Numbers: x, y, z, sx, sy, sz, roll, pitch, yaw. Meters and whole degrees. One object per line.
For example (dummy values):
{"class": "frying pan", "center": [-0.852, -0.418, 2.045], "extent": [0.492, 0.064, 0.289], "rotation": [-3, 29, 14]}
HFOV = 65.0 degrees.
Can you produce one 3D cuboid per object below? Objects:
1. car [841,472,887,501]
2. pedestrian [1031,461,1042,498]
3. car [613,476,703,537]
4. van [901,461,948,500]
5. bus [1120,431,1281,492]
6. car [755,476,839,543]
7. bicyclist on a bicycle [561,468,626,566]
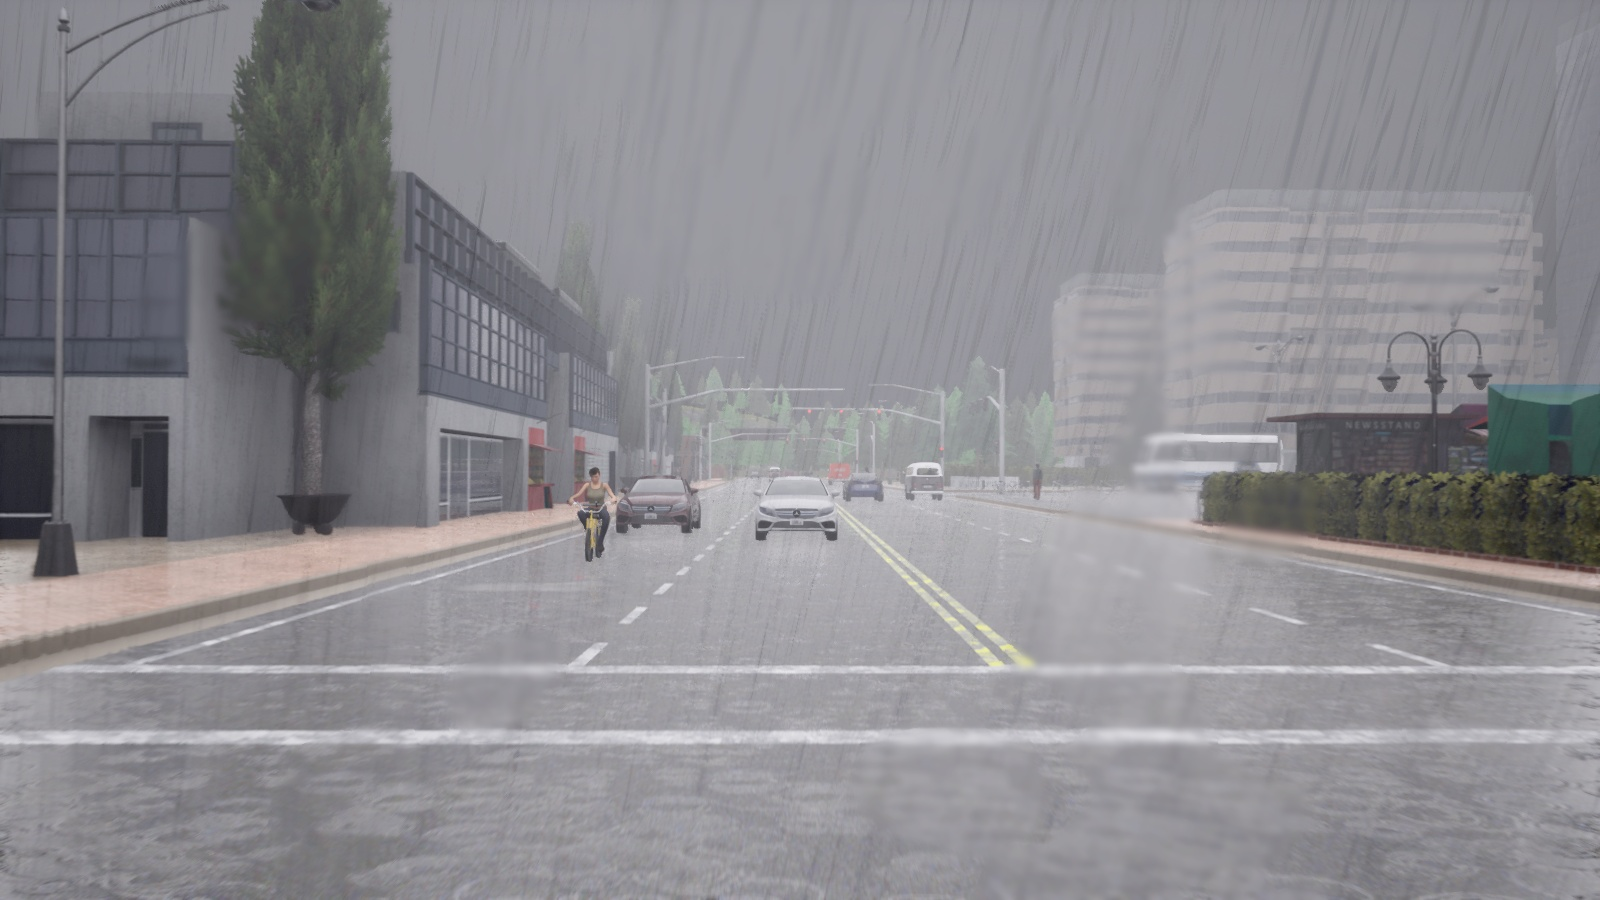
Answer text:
{"class": "car", "center": [3.325, 1.912, 66.345], "extent": [2.163, 1.488, 4.792], "rotation": [0, -1, 0]}
{"class": "pedestrian", "center": [11.776, 1.472, 62.483], "extent": [0.353, 1.847, 0.614], "rotation": [0, -1, -6]}
{"class": "car", "center": [-3.576, 1.398, 32.428], "extent": [1.812, 1.442, 4.674], "rotation": [0, -1, 0]}
{"class": "van", "center": [6.790, 1.667, 69.024], "extent": [2.069, 2.038, 4.480], "rotation": [0, -1, -1]}
{"class": "bus", "center": [28.669, 0.834, 90.240], "extent": [10.273, 4.253, 3.944], "rotation": [0, -1, -2]}
{"class": "car", "center": [-0.069, 1.335, 29.509], "extent": [1.812, 1.442, 4.674], "rotation": [0, -1, 0]}
{"class": "bicyclist on a bicycle", "center": [-3.546, 1.128, 21.683], "extent": [0.866, 1.612, 1.509], "rotation": [0, -1, 0]}
